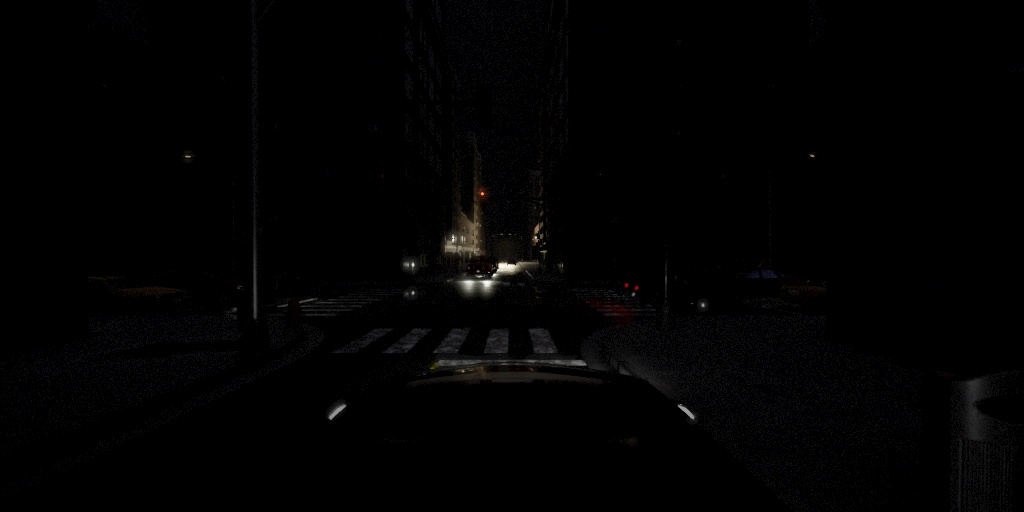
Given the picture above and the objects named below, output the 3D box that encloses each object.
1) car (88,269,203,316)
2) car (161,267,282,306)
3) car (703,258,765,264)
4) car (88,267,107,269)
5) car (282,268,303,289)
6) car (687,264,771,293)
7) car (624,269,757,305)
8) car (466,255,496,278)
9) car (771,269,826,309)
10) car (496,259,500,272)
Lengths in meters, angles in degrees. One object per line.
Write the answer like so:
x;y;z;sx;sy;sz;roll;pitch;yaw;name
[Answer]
-14.403;1.304;12.917;4.829;1.417;1.751;0;0;0;car
-13.125;1.244;15.412;5.008;1.535;1.882;0;0;1;car
12.314;1.032;20.958;5.009;1.841;2.192;0;0;0;car
-25.395;1.315;20.936;4.313;1.339;1.948;0;0;0;car
-14.569;1.307;20.942;4.313;1.339;1.948;0;0;0;car
12.134;1.277;18.382;5.357;1.411;2.033;0;0;3;car
7.443;1.348;15.466;4.718;1.301;1.895;0;0;0;car
-2.911;0.963;33.524;2.150;2.045;5.566;0;0;0;car
12.480;1.280;12.933;4.829;1.417;1.751;0;0;0;car
-2.928;0.955;43.913;2.150;2.045;5.566;0;0;0;car
